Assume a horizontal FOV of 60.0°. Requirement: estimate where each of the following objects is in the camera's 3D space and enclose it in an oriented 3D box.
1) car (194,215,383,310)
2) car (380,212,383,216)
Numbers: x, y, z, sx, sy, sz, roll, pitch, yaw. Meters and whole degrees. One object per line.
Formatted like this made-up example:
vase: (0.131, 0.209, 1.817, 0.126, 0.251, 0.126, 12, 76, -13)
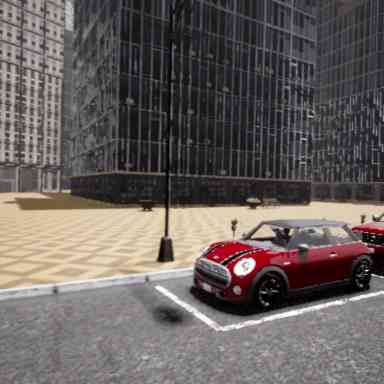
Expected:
car: (2.059, 1.352, 7.444, 4.097, 1.590, 1.967, 1, 2, -29)
car: (6.997, 1.278, 10.183, 5.009, 1.841, 2.192, 1, 2, -29)
